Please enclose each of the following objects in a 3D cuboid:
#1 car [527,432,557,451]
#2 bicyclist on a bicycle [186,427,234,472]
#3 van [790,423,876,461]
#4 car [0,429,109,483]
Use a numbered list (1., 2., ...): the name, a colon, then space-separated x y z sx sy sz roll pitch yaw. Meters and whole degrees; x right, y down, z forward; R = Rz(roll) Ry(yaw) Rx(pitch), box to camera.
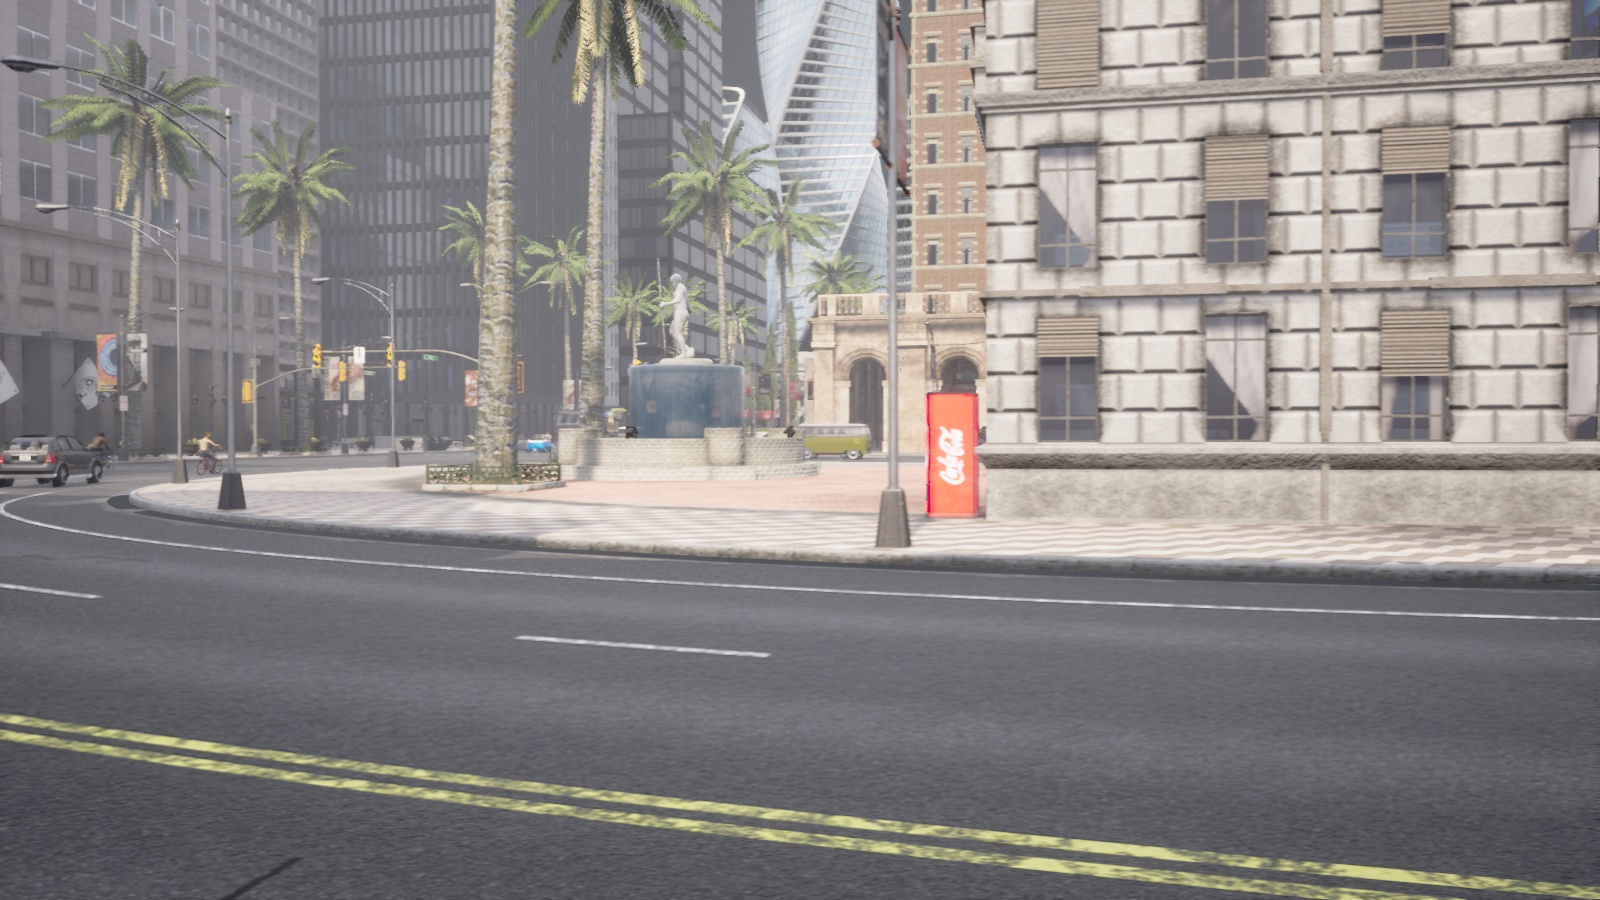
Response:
1. car: -19.285 -0.616 93.879 1.481 1.376 2.207 0 1 12
2. bicyclist on a bicycle: -22.203 -0.044 47.300 0.866 1.612 1.509 0 3 11
3. van: 1.796 -0.450 68.551 4.442 1.987 1.775 0 1 13
4. car: -22.640 0.138 38.082 1.789 1.549 3.705 0 1 -9
